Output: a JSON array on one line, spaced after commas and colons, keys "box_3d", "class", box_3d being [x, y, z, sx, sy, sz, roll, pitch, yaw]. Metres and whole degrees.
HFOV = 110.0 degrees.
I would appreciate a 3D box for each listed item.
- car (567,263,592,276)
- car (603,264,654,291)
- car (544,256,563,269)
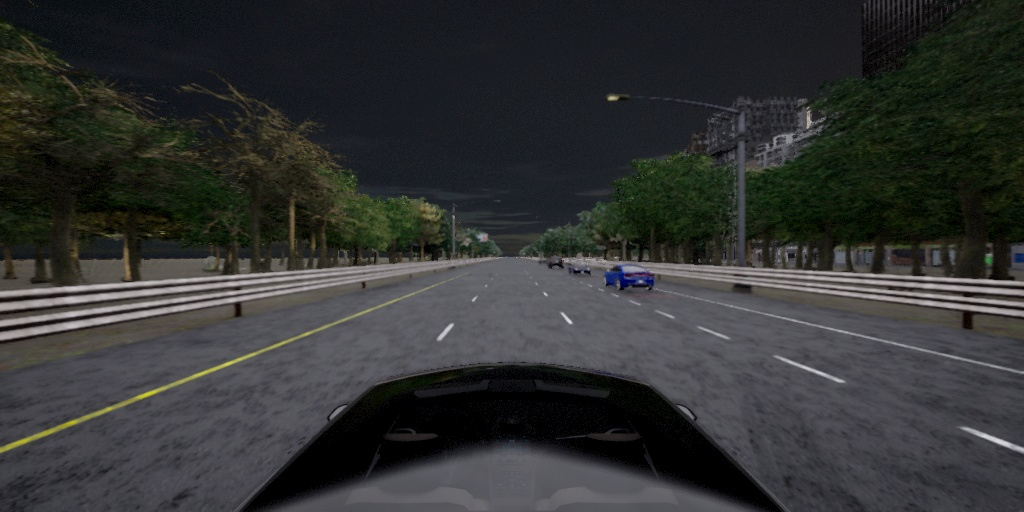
[{"box_3d": [7.027, 1.362, 38.058, 1.895, 1.301, 4.718, 0, 0, 0], "class": "car"}, {"box_3d": [7.010, 1.237, 21.988, 1.882, 1.535, 5.008, 0, 0, 0], "class": "car"}, {"box_3d": [7.043, 0.988, 59.075, 2.150, 2.045, 5.566, 0, 0, 0], "class": "car"}]
